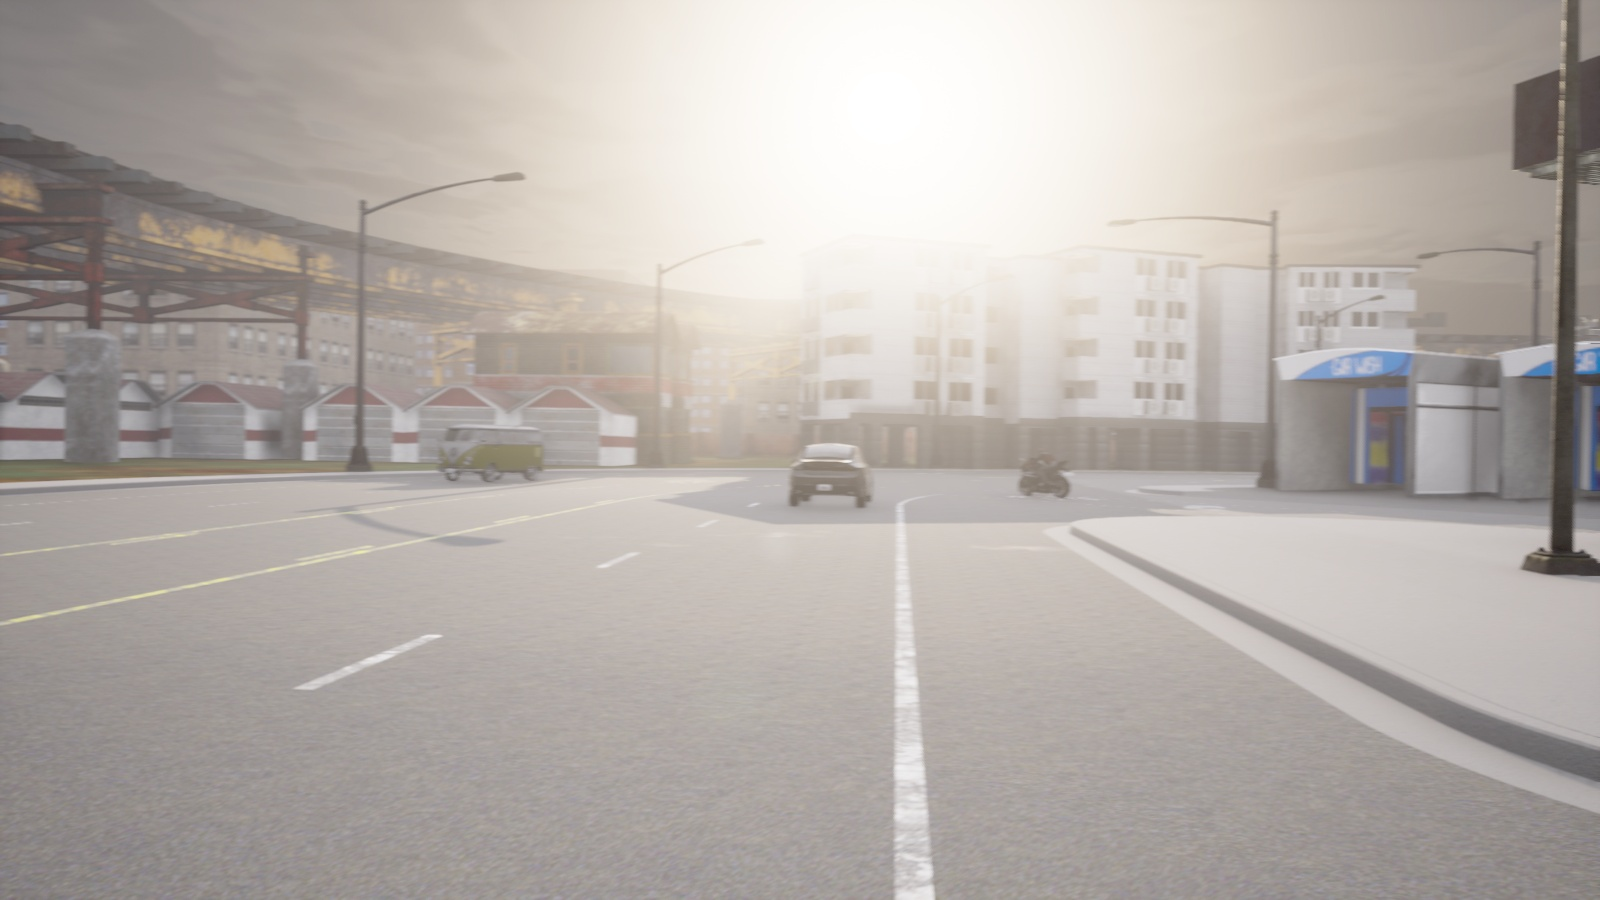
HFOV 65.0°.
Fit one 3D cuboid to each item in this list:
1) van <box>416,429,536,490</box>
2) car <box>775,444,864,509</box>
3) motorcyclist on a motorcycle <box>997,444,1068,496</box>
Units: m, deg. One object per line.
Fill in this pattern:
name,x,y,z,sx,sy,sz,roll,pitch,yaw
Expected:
van,-11.088,0.302,43.314,1.775,1.987,4.442,0,0,20
car,0.564,0.595,31.434,1.837,1.490,4.892,0,0,5
motorcyclist on a motorcycle,7.020,0.587,38.044,0.866,1.530,2.191,0,0,-32
